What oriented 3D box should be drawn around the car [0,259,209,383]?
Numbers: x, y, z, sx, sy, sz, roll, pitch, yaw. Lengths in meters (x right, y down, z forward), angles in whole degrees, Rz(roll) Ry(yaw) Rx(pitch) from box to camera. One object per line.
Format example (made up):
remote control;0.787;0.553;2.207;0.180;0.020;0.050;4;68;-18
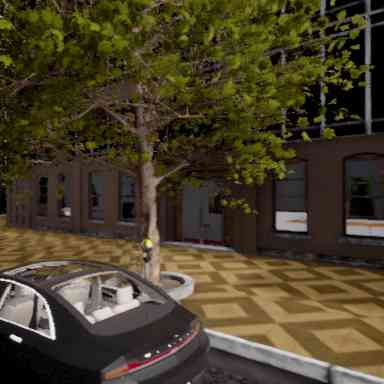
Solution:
car;-1.874;1.558;4.214;4.403;1.369;2.008;0;0;36
